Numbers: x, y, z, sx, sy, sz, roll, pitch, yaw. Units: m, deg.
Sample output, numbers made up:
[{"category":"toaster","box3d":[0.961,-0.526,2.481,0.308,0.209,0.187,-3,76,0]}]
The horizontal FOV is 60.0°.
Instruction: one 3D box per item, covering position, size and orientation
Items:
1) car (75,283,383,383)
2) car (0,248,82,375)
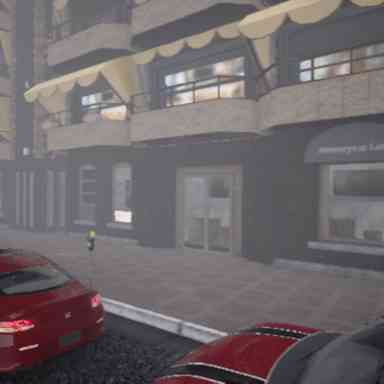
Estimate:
[{"category":"car","box3d":[1.476,1.442,1.822,4.097,1.590,1.967,0,0,36]},{"category":"car","box3d":[-3.108,1.546,5.093,4.206,1.307,1.802,0,0,36]}]
